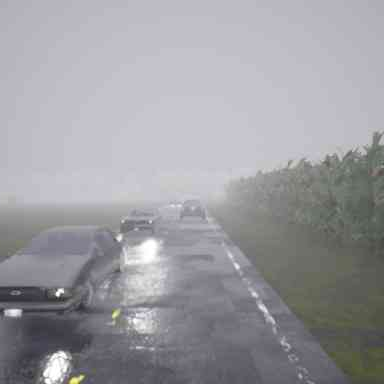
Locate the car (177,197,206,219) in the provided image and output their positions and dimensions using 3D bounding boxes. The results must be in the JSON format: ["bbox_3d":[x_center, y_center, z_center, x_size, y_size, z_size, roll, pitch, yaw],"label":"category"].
[{"bbox_3d":[0.061,1.357,28.763,2.097,1.767,4.553,0,0,0],"label":"car"}]

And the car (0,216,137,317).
[{"bbox_3d":[-2.855,1.549,7.986,2.033,1.411,5.357,0,0,0],"label":"car"}]

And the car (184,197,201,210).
[{"bbox_3d":[0.043,1.505,44.266,2.128,1.511,4.902,0,0,0],"label":"car"}]

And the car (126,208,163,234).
[{"bbox_3d":[-2.841,1.605,19.301,1.895,1.301,4.718,0,0,0],"label":"car"}]

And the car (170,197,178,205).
[{"bbox_3d":[-2.864,1.585,59.258,1.994,1.385,4.181,0,0,0],"label":"car"}]
